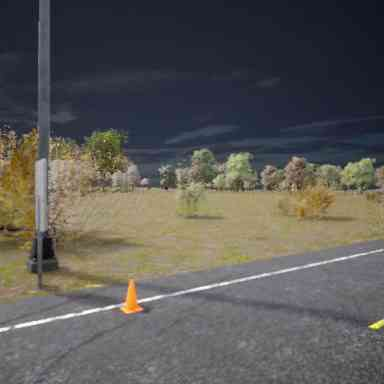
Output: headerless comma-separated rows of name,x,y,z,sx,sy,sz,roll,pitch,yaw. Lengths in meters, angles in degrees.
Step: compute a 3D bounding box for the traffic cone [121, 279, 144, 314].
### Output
traffic cone,-1.156,1.976,6.423,0.340,0.580,0.340,0,0,-36
